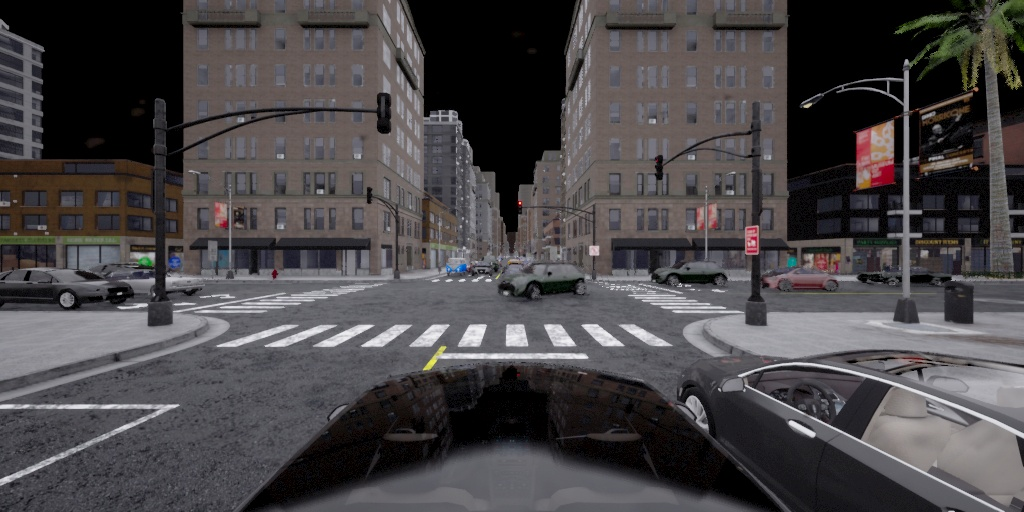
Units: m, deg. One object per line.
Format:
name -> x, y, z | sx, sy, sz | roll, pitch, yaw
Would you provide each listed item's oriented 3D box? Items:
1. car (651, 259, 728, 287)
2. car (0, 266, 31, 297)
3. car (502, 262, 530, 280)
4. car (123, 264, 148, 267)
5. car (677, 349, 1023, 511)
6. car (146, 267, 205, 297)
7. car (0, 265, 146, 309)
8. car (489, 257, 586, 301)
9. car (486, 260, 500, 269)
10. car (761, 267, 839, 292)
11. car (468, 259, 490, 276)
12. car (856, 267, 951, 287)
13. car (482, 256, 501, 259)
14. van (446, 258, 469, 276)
car -> 11.881, 1.113, 24.261 | 4.553, 1.767, 2.097 | 0, 0, 0
car -> -26.883, 1.235, 17.366 | 4.674, 1.442, 1.812 | 0, 0, 0
car -> 0.285, 1.315, 32.052 | 1.994, 1.385, 4.181 | 0, 0, -5
car -> -23.147, 1.216, 20.834 | 4.892, 1.490, 1.837 | 0, 0, 0
car -> 2.669, 1.300, 2.293 | 2.007, 1.370, 4.403 | 0, 0, 0
car -> -17.896, 1.324, 17.410 | 4.718, 1.301, 1.895 | 0, 0, 0
car -> -17.937, 1.232, 14.161 | 4.892, 1.490, 1.837 | 0, 0, 0
car -> 1.493, 1.105, 17.604 | 4.553, 1.767, 2.097 | 0, 0, -37
car -> -2.852, 1.353, 55.718 | 1.895, 1.301, 4.718 | 0, 0, 0
car -> 16.493, 1.337, 21.035 | 4.181, 1.385, 1.994 | 0, 0, 0
car -> -2.948, 1.316, 36.619 | 1.994, 1.385, 4.181 | 0, 0, 0
car -> 26.439, 1.387, 24.336 | 4.718, 1.301, 1.895 | 0, 0, 0
car -> -2.900, 0.974, 45.927 | 2.150, 2.045, 5.566 | 0, 0, 0
van -> -5.704, 1.092, 36.981 | 1.690, 1.789, 3.998 | 0, 0, 0
